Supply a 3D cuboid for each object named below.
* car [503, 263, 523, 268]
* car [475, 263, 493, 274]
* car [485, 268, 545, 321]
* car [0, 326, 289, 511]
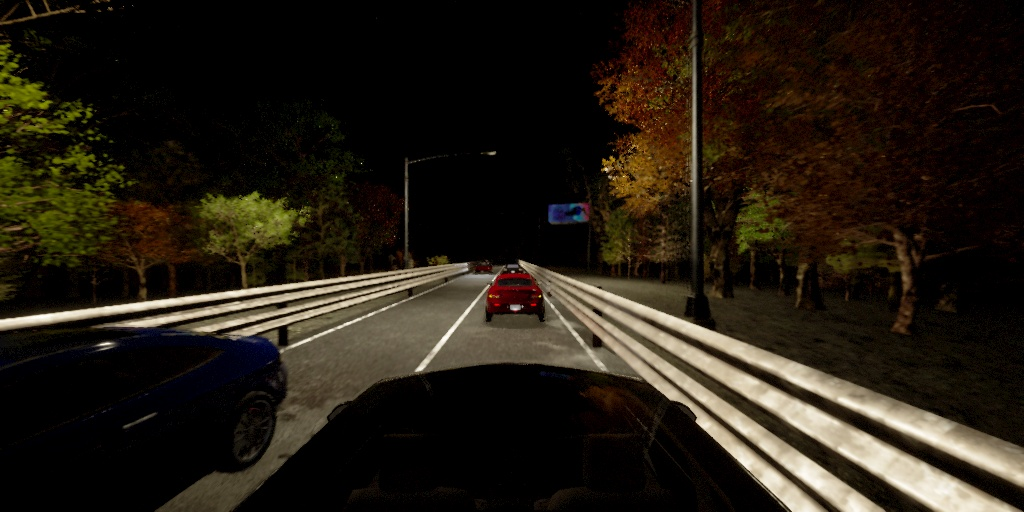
[{"bbox_3d":[0.082,1.400,34.722,1.994,1.385,4.181,0,0,0],"label":"car"},{"bbox_3d":[-3.369,1.461,42.939,1.895,1.301,4.718,0,0,0],"label":"car"},{"bbox_3d":[0.095,1.296,12.456,1.812,1.442,4.674,0,0,0],"label":"car"},{"bbox_3d":[-3.349,1.276,2.127,1.812,1.442,4.674,0,0,0],"label":"car"}]
